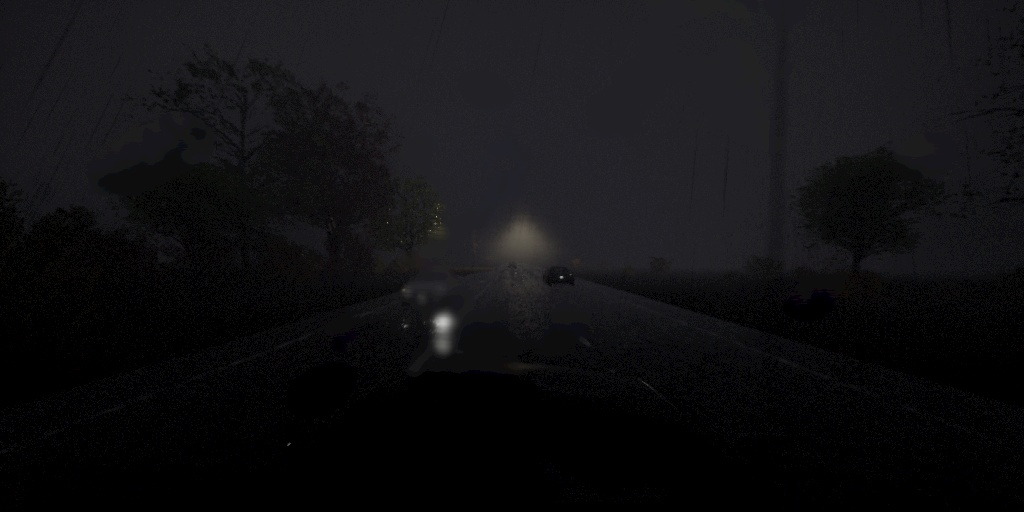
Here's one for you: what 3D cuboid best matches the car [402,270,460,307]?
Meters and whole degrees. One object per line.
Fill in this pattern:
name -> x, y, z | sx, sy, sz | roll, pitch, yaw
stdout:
car -> -3.512, 1.377, 16.327 | 1.812, 1.442, 4.674 | 0, 0, 0

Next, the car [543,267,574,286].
car -> 3.494, 1.480, 27.293 | 1.994, 1.385, 4.181 | 0, 0, 0
